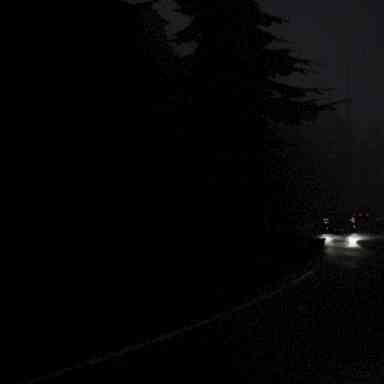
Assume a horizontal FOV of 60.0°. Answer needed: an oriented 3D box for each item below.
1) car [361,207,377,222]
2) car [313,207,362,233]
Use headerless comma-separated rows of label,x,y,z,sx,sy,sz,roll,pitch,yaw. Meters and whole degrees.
car,16.576,2.110,32.088,2.033,1.411,5.357,-2,-2,34
car,9.797,1.850,23.143,2.097,1.767,4.553,-4,-2,11
